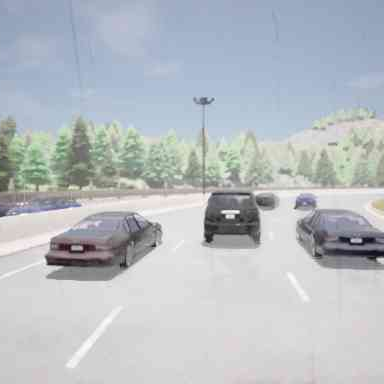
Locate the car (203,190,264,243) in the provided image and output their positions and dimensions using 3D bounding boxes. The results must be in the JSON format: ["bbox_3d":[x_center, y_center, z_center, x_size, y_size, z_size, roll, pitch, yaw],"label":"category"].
[{"bbox_3d":[1.873,0.907,14.439,2.150,2.045,5.566,0,1,11],"label":"car"}]

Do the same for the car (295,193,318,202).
[{"bbox_3d":[11.007,0.820,31.960,1.812,1.442,4.674,0,1,23],"label":"car"}]

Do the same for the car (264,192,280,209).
[{"bbox_3d":[7.251,0.778,32.025,1.882,1.535,5.008,0,1,22],"label":"car"}]

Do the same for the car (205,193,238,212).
[{"bbox_3d":[2.776,0.852,30.205,1.837,1.490,4.892,0,1,20],"label":"car"}]

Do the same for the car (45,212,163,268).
[{"bbox_3d":[-2.372,1.326,10.438,2.033,1.411,5.357,0,1,9],"label":"car"}]

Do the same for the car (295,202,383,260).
[{"bbox_3d":[4.837,1.292,11.404,2.033,1.411,5.357,0,1,10],"label":"car"}]

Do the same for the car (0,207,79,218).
[{"bbox_3d":[-8.108,0.968,18.569,2.097,1.767,4.553,0,1,13],"label":"car"}]
